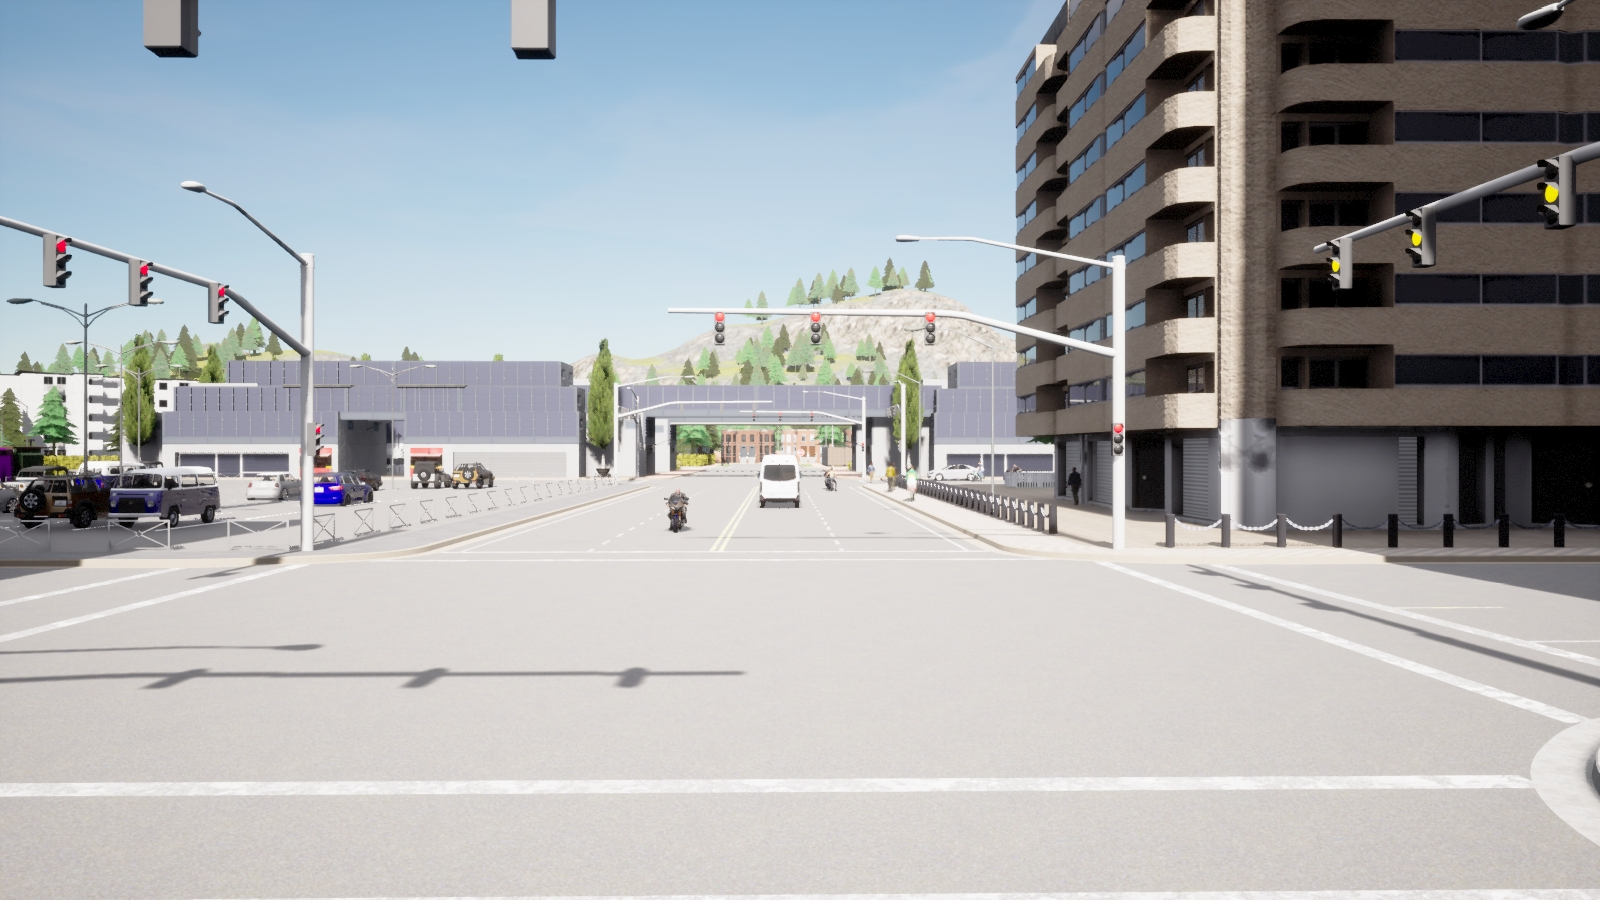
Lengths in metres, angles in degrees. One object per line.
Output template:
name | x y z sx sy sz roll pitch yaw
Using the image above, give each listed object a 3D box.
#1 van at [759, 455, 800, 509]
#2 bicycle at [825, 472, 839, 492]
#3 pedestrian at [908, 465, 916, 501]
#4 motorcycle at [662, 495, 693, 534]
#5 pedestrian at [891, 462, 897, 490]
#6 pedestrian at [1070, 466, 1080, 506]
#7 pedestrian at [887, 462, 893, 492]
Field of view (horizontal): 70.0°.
van | -1.027 1.534 57.904 1.988 2.561 5.915 0 0 -1
bicycle | 2.134 2.158 77.288 0.859 1.276 1.487 0 0 -1
pedestrian | 5.765 1.695 58.797 0.375 1.860 0.375 0 0 10
motorcycle | -4.213 2.205 39.441 0.867 1.251 2.209 0 0 -1
pedestrian | 6.135 1.697 74.805 0.375 1.860 0.375 0 0 0
pedestrian | 12.747 1.661 52.902 0.375 1.860 0.375 0 0 2
pedestrian | 5.597 1.695 71.036 0.375 1.860 0.375 0 0 0
